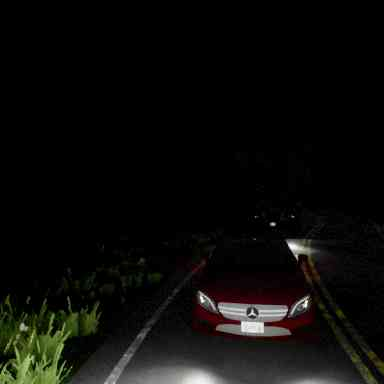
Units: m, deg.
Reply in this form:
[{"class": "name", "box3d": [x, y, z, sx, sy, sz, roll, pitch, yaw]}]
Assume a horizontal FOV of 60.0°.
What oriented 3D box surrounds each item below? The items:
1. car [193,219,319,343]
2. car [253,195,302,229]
[{"class": "car", "box3d": [1.224, 1.534, 6.703, 1.812, 1.442, 4.674, -1, 0, 11]}, {"class": "car", "box3d": [4.982, 1.215, 18.879, 2.150, 2.045, 5.566, -2, -1, 22]}]
